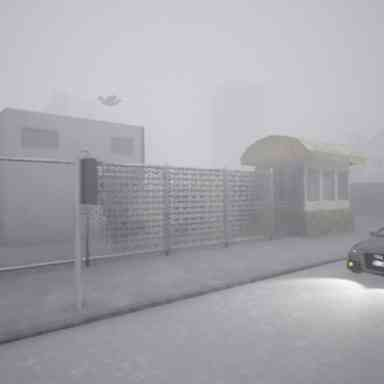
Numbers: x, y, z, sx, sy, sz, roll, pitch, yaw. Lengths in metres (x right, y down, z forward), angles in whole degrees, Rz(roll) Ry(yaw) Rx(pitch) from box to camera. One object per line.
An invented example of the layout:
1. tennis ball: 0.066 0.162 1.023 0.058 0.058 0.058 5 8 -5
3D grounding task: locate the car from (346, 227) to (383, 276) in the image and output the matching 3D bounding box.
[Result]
1. car: 6.204 1.590 9.452 4.181 1.385 1.994 0 0 -38
